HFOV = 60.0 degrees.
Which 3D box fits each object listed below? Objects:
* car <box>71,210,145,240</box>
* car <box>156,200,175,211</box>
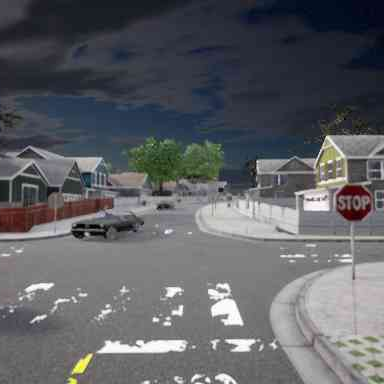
[{"bbox_3d":[-4.189,1.616,17.328,1.895,1.301,4.718,0,0,16],"label":"car"},{"bbox_3d":[-3.387,1.673,42.892,1.895,1.301,4.718,0,0,3],"label":"car"}]
